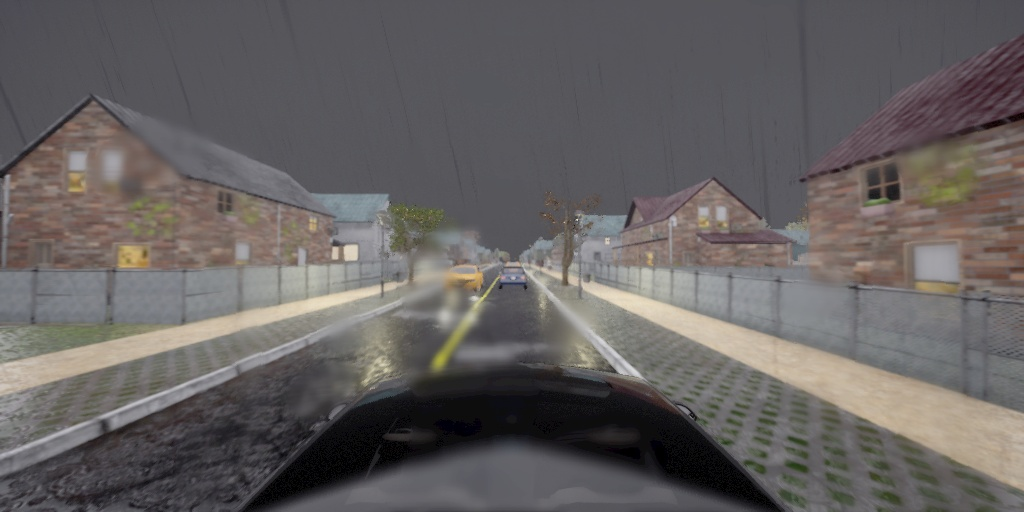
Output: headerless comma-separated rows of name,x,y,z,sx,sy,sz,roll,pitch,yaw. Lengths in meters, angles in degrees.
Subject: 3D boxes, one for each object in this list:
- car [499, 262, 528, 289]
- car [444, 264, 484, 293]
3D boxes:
car,0.080,1.359,23.846,2.033,1.411,5.357,0,0,0
car,-2.790,1.279,21.648,1.882,1.535,5.008,0,0,0
